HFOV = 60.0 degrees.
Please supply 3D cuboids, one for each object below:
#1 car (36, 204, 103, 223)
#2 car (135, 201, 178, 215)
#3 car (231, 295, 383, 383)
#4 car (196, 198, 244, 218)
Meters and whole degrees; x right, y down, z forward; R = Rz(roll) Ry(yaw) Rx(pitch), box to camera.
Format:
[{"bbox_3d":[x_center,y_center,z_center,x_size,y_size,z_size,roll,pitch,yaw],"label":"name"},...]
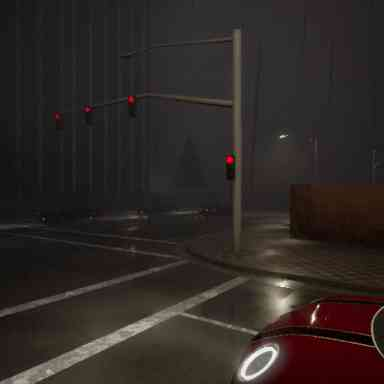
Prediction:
[{"bbox_3d":[-9.276,1.601,25.415,1.895,1.301,4.718,0,0,35],"label":"car"},{"bbox_3d":[-3.498,1.601,33.572,1.895,1.301,4.718,0,0,35],"label":"car"},{"bbox_3d":[2.501,1.352,2.175,4.553,1.767,2.097,0,0,36],"label":"car"},{"bbox_3d":[2.686,1.547,29.851,2.033,1.411,5.357,0,0,35],"label":"car"}]
